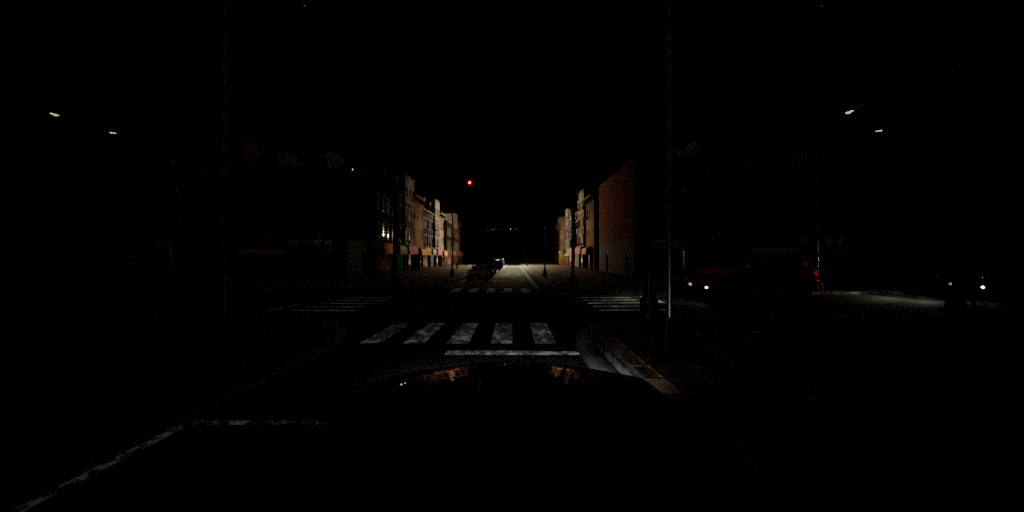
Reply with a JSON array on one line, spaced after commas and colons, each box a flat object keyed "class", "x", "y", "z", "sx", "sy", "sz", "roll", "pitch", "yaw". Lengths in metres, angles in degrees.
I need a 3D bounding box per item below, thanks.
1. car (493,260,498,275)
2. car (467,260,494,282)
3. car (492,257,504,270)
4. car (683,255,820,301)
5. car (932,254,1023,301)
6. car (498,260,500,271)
[{"class": "car", "x": -2.620, "y": 1.320, "z": 34.487, "sx": 1.888, "sy": 1.381, "sz": 4.507, "roll": 0, "pitch": 0, "yaw": 0}, {"class": "car", "x": -2.623, "y": 1.292, "z": 28.713, "sx": 1.751, "sy": 1.417, "sz": 4.829, "roll": 0, "pitch": 0, "yaw": 0}, {"class": "car", "x": -2.610, "y": 1.249, "z": 51.303, "sx": 1.967, "sy": 1.591, "sz": 4.097, "roll": 0, "pitch": 0, "yaw": 0}, {"class": "car", "x": 11.057, "y": 0.964, "z": 16.703, "sx": 5.566, "sy": 2.045, "sz": 2.150, "roll": 0, "pitch": 0, "yaw": -1}, {"class": "car", "x": 23.216, "y": 0.937, "z": 16.668, "sx": 5.566, "sy": 2.045, "sz": 2.150, "roll": 0, "pitch": 0, "yaw": 0}, {"class": "car", "x": -2.617, "y": 1.367, "z": 40.092, "sx": 1.802, "sy": 1.307, "sz": 4.207, "roll": 0, "pitch": 0, "yaw": 0}]
